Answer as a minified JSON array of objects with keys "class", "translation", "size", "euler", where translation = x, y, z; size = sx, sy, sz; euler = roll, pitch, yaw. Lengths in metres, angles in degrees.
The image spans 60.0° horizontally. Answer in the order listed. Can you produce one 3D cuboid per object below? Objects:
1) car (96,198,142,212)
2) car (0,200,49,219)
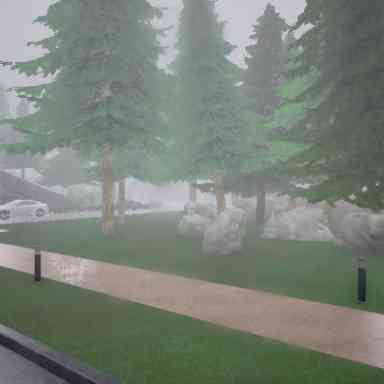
[{"class":"car","translation":[-7.800,1.385,36.221],"size":[2.033,1.411,5.357],"euler":[0,0,36]},{"class":"car","translation":[-14.179,1.363,27.340],"size":[1.812,1.442,4.674],"euler":[0,0,35]}]
